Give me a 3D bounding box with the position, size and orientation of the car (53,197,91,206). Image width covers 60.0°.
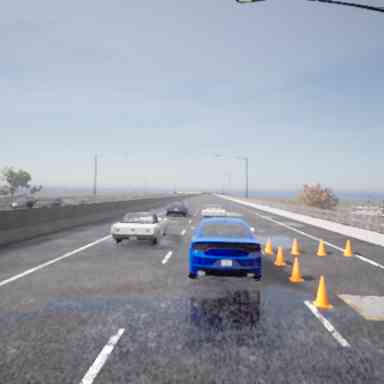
[{"bbox_3d":[-12.065,1.370,34.603,2.128,1.511,4.902,1,0,3],"label":"car"}]

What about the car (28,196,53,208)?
[{"bbox_3d":[-15.475,1.324,36.444,1.837,1.490,4.892,1,0,3],"label":"car"}]

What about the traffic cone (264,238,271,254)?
[{"bbox_3d":[2.974,2.053,12.842,0.340,0.580,0.340,1,0,3],"label":"traffic cone"}]

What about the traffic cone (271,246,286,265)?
[{"bbox_3d":[2.874,2.045,10.844,0.340,0.580,0.340,1,0,3],"label":"traffic cone"}]

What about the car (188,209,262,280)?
[{"bbox_3d":[0.941,1.529,10.291,1.882,1.535,5.008,1,0,3],"label":"car"}]

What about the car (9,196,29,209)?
[{"bbox_3d":[-18.894,1.251,38.071,2.128,1.511,4.902,1,0,3],"label":"car"}]

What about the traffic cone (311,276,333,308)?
[{"bbox_3d":[2.676,2.029,6.849,0.340,0.580,0.340,1,0,3],"label":"traffic cone"}]

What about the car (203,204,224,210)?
[{"bbox_3d":[1.850,1.725,28.635,1.895,1.301,4.718,1,0,3],"label":"car"}]

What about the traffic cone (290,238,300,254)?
[{"bbox_3d":[3.972,2.072,12.792,0.340,0.580,0.340,1,0,3],"label":"traffic cone"}]

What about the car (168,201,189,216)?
[{"bbox_3d":[-1.411,1.641,33.539,1.994,1.385,4.181,1,0,3],"label":"car"}]

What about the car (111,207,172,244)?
[{"bbox_3d":[-2.289,1.609,15.830,1.895,1.301,4.718,1,0,3],"label":"car"}]

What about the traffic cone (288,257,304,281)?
[{"bbox_3d":[2.775,2.037,8.847,0.340,0.580,0.340,1,0,3],"label":"traffic cone"}]

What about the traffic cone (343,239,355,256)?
[{"bbox_3d":[5.969,2.110,12.693,0.340,0.580,0.340,1,0,3],"label":"traffic cone"}]
